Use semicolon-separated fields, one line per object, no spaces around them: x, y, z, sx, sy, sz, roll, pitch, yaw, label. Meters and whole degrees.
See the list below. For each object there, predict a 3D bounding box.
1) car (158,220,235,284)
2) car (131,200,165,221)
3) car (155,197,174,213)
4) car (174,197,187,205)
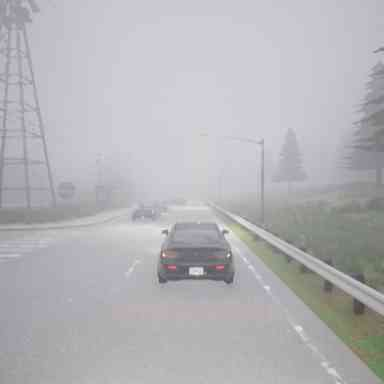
0.097;1.514;9.396;1.812;1.442;4.674;0;0;0;car
-3.627;1.566;27.166;1.895;1.301;4.718;0;0;1;car
-3.557;1.500;37.163;2.033;1.411;5.357;0;0;1;car
-2.884;1.491;56.812;1.994;1.385;4.181;0;0;-45;car
